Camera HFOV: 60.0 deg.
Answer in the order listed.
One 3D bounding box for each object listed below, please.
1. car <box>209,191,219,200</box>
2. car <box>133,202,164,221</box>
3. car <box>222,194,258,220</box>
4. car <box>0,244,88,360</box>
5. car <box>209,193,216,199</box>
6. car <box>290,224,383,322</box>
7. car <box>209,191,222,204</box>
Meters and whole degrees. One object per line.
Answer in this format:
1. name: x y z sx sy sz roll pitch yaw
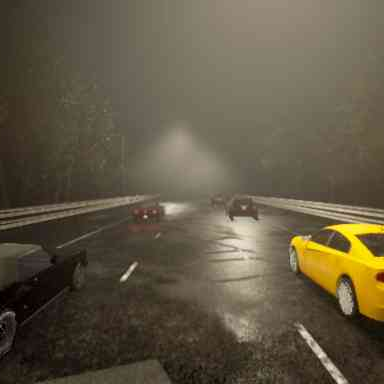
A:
1. car: 4.872 0.722 74.854 2.150 2.045 5.566 0 0 2
2. car: -3.222 1.434 25.567 1.895 1.301 4.718 0 0 1
3. car: 3.788 1.183 26.154 2.097 1.767 4.553 0 0 1
4. car: -3.384 1.563 5.809 1.895 1.301 4.718 0 0 0
5. car: 5.292 0.927 85.773 1.837 1.490 4.892 0 0 2
6. car: 3.624 1.431 7.224 1.882 1.535 5.008 0 0 0
7. car: 4.198 1.083 52.926 2.033 1.649 4.856 0 0 1
